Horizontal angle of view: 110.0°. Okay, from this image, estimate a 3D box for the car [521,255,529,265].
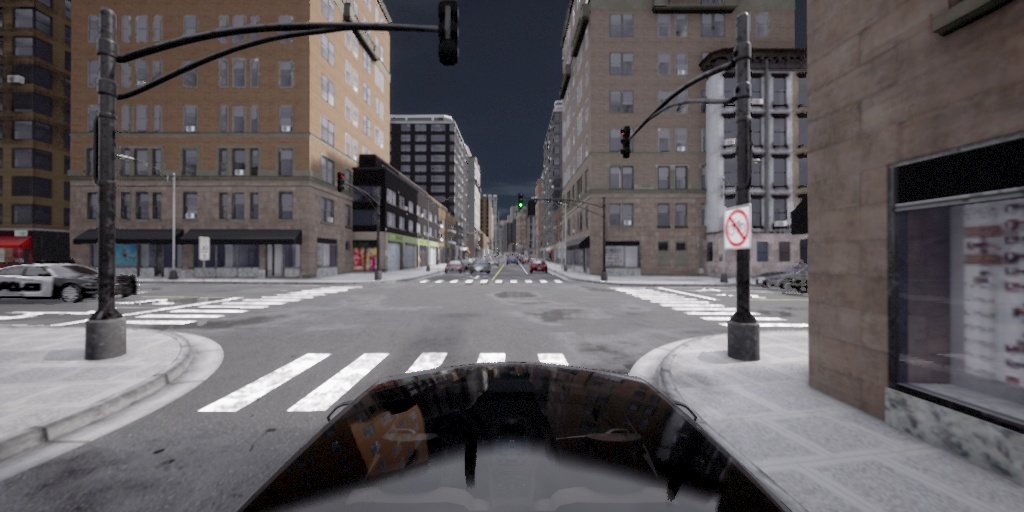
[{"bbox_3d":[2.742,0.908,65.131,1.802,1.307,4.207,0,0,0],"label":"car"}]

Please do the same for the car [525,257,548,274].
[{"bbox_3d":[2.696,1.055,37.202,1.888,1.381,4.507,0,0,0],"label":"car"}]

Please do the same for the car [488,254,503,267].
[{"bbox_3d":[-2.976,0.881,55.809,2.128,1.511,4.902,0,0,1],"label":"car"}]

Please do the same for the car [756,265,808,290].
[{"bbox_3d":[16.954,1.250,20.929,4.902,1.511,2.128,0,0,0],"label":"car"}]

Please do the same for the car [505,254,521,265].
[{"bbox_3d":[0.071,0.689,63.513,2.097,1.767,4.553,0,0,0],"label":"car"}]

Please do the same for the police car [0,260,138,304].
[{"bbox_3d":[-17.872,0.970,14.189,5.238,1.638,1.930,0,0,0],"label":"police car"}]

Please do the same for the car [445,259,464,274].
[{"bbox_3d":[-5.849,1.091,37.215,1.802,1.307,4.207,0,0,0],"label":"car"}]

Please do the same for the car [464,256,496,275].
[{"bbox_3d":[-3.065,1.013,35.341,2.128,1.511,4.902,0,0,0],"label":"car"}]

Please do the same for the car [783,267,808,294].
[{"bbox_3d":[16.569,1.344,17.679,4.718,1.301,1.895,0,0,0],"label":"car"}]
